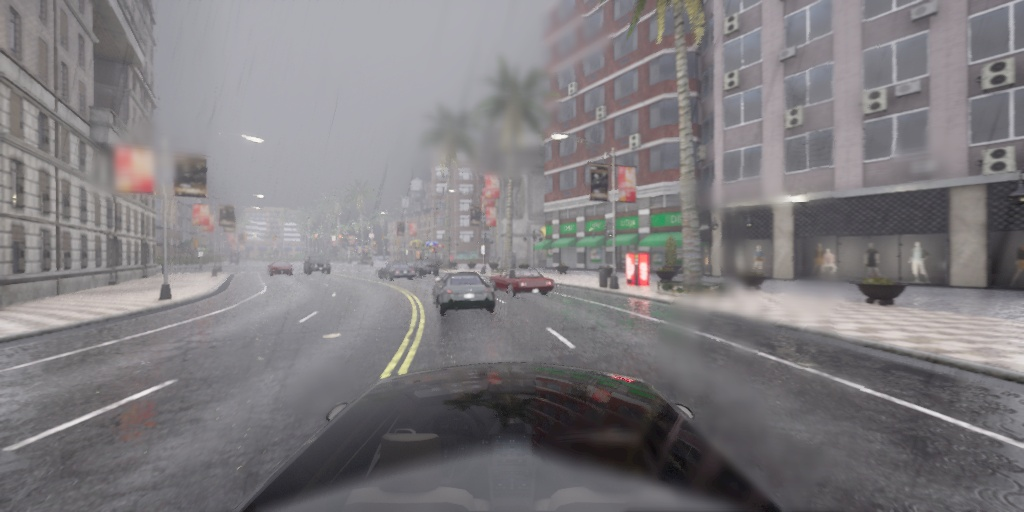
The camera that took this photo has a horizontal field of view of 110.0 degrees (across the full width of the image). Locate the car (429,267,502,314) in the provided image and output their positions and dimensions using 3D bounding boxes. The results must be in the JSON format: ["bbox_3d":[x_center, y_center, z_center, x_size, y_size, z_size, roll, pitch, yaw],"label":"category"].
[{"bbox_3d":[-1.948,1.283,13.757,1.994,1.385,4.181,0,0,-15],"label":"car"}]

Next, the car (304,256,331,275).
[{"bbox_3d":[-21.992,0.992,40.438,2.150,2.045,5.566,-1,0,-36],"label":"car"}]

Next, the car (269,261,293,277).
[{"bbox_3d":[-24.107,1.290,37.378,1.882,1.535,5.008,-1,0,-36],"label":"car"}]

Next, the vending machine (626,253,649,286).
[{"bbox_3d":[7.323,0.808,20.921,1.100,2.100,0.880,0,0,-20],"label":"vending machine"}]

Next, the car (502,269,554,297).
[{"bbox_3d":[0.320,1.283,18.302,1.895,1.301,4.718,-1,0,-20],"label":"car"}]

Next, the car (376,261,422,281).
[{"bbox_3d":[-9.587,1.269,29.412,2.033,1.411,5.357,-1,0,-35],"label":"car"}]

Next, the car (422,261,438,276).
[{"bbox_3d":[-8.446,1.199,33.725,1.837,1.490,4.892,-1,0,-35],"label":"car"}]
